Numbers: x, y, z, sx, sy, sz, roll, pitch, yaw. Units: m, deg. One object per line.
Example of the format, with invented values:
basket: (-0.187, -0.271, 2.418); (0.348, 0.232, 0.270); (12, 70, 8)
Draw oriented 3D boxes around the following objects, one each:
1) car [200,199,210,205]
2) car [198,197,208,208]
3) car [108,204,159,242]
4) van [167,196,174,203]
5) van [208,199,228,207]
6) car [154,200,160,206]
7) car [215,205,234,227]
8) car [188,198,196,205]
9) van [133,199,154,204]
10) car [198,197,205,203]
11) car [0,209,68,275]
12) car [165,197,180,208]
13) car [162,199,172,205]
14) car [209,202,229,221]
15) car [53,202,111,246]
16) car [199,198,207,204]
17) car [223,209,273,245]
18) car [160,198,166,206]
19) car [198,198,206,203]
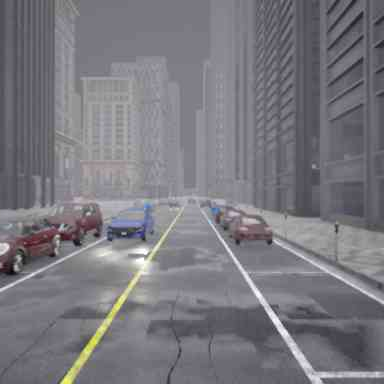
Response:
car: (2.746, 2.190, 72.566); (1.947, 1.339, 4.313); (0, 0, 0)
car: (2.344, 2.003, 57.382); (1.837, 1.490, 4.892); (0, 0, 0)
car: (-3.103, 1.632, 17.644); (1.882, 1.535, 5.008); (0, 0, 0)
van: (-5.782, 2.100, 89.487); (1.690, 1.788, 3.998); (0, 0, 0)
van: (2.752, 1.630, 33.085); (1.690, 1.788, 3.998); (0, 0, 0)
car: (-5.774, 1.930, 44.360); (1.887, 1.381, 4.507); (0, 0, 0)
car: (2.756, 1.773, 21.802); (1.802, 1.307, 4.206); (0, 0, 0)
car: (-0.014, 2.108, 75.656); (2.128, 1.511, 4.902); (0, 0, 0)
van: (-5.774, 1.678, 38.721); (1.690, 1.788, 3.998); (0, 0, 0)
car: (2.743, 2.243, 95.130); (1.967, 1.590, 4.097); (0, 0, 0)
car: (-5.768, 1.533, 10.516); (1.967, 1.590, 4.097); (0, 0, 0)
car: (-3.056, 2.057, 58.797); (2.033, 1.411, 5.357); (0, 0, 1)
car: (-5.780, 2.235, 78.204); (1.947, 1.339, 4.313); (0, 0, 0)
car: (2.754, 1.806, 27.443); (1.947, 1.339, 4.313); (0, 0, 0)
car: (-5.770, 1.457, 16.159); (2.192, 1.841, 5.009); (0, 0, 0)
car: (2.744, 2.242, 84.018); (1.752, 1.417, 4.829); (0, 0, 0)
car: (2.756, 1.724, 16.162); (1.802, 1.307, 4.206); (0, 0, 0)
car: (-5.778, 2.018, 66.923); (1.967, 1.590, 4.097); (0, 0, 0)
car: (2.744, 2.310, 89.488); (2.008, 1.369, 4.403); (0, 0, 0)
